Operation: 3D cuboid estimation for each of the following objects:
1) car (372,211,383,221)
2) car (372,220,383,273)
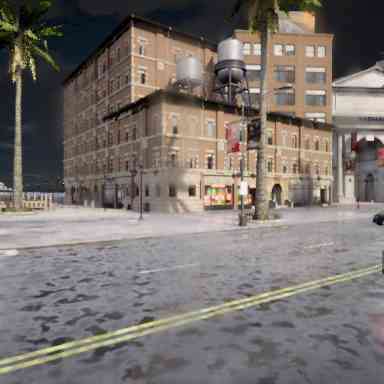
[{"bbox_3d":[14.270,1.544,22.331,5.357,1.411,2.033,0,0,-35],"label":"car"},{"bbox_3d":[6.662,1.500,8.355,4.892,1.490,1.837,1,0,-35],"label":"car"}]
